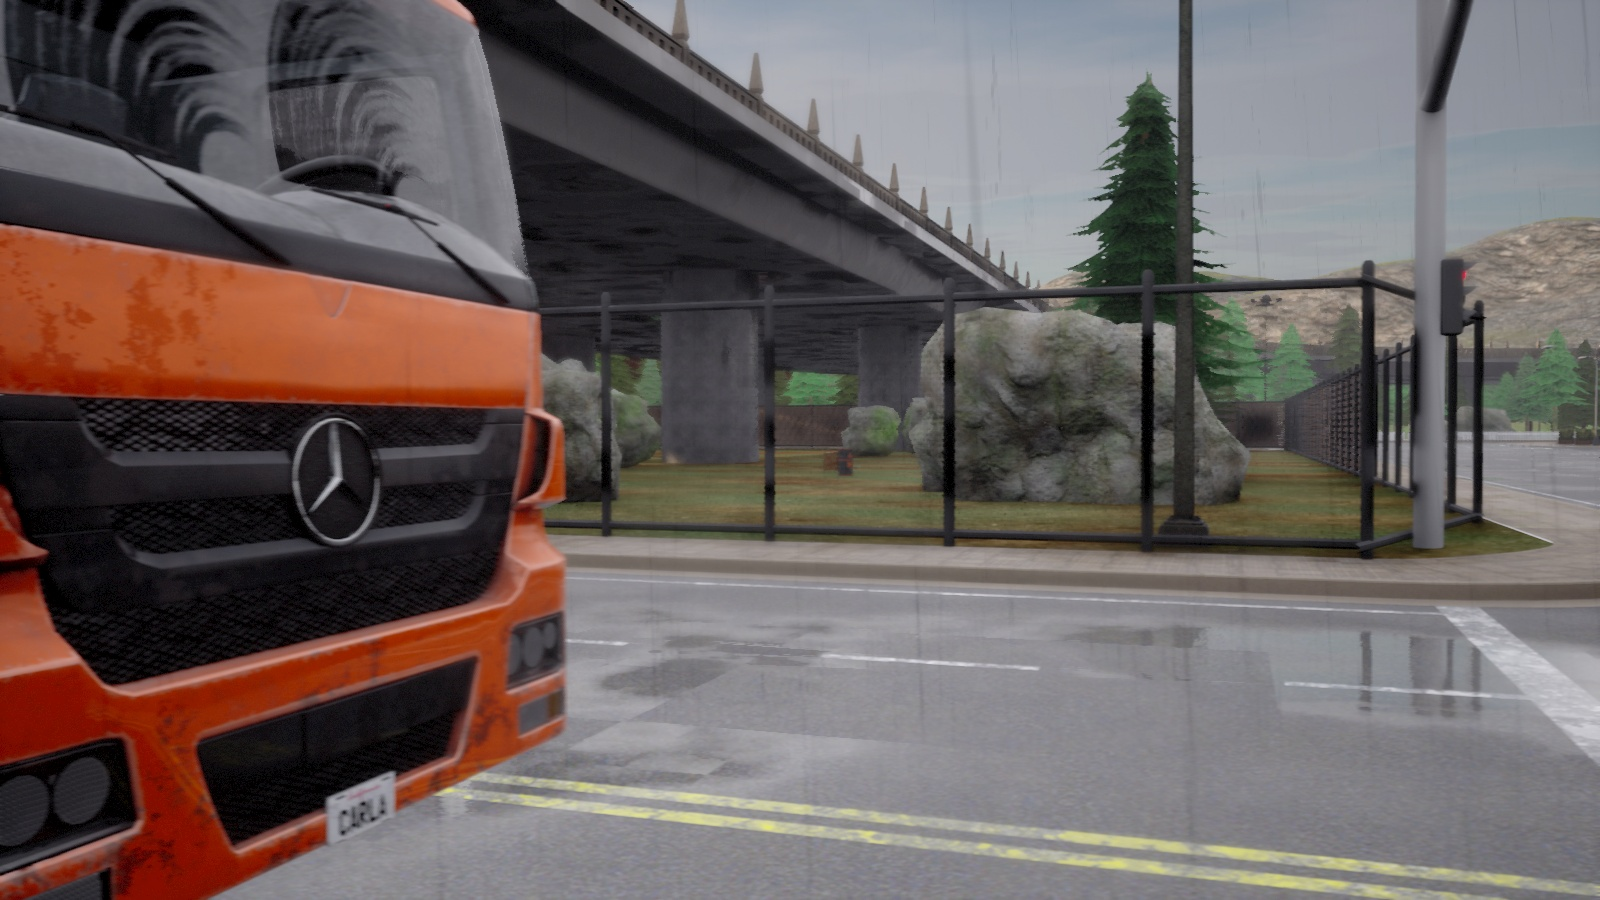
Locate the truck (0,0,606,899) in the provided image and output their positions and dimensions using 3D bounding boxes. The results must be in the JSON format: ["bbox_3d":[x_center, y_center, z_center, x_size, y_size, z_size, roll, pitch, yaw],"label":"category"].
[{"bbox_3d":[-4.993,-0.264,4.885,7.936,3.462,2.891,0,1,19],"label":"truck"}]

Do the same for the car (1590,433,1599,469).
[{"bbox_3d":[33.834,0.071,50.744,2.128,1.511,4.902,1,1,19],"label":"car"}]
